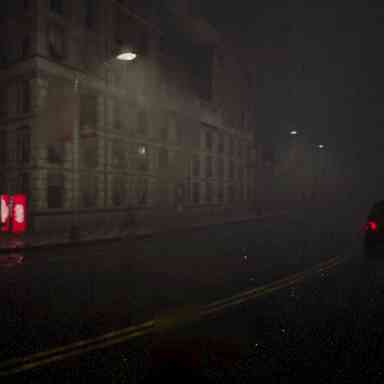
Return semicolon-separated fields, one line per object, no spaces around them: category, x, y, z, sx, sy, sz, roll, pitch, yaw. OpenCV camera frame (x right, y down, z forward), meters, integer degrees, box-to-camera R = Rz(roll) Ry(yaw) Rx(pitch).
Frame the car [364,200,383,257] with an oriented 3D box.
car;8.150;1.329;12.746;2.150;2.045;5.566;0;-1;37
